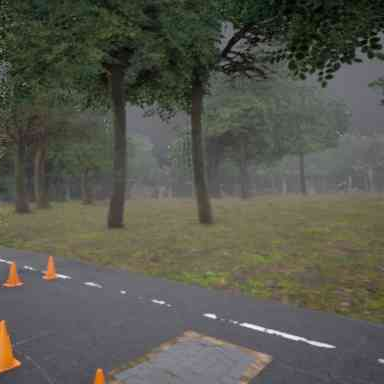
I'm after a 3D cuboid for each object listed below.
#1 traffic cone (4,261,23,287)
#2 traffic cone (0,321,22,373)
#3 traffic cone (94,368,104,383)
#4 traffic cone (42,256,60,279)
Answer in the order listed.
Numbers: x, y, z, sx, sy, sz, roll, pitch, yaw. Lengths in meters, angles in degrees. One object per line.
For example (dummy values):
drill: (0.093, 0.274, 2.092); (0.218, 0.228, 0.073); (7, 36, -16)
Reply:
traffic cone: (-4.500, 2.046, 8.392); (0.340, 0.580, 0.340); (0, -1, 37)
traffic cone: (-2.496, 2.004, 4.395); (0.340, 0.580, 0.340); (0, -1, 37)
traffic cone: (-0.895, 1.999, 3.195); (0.340, 0.580, 0.340); (0, -1, 37)
traffic cone: (-3.900, 2.062, 9.191); (0.340, 0.580, 0.340); (0, -1, 37)
